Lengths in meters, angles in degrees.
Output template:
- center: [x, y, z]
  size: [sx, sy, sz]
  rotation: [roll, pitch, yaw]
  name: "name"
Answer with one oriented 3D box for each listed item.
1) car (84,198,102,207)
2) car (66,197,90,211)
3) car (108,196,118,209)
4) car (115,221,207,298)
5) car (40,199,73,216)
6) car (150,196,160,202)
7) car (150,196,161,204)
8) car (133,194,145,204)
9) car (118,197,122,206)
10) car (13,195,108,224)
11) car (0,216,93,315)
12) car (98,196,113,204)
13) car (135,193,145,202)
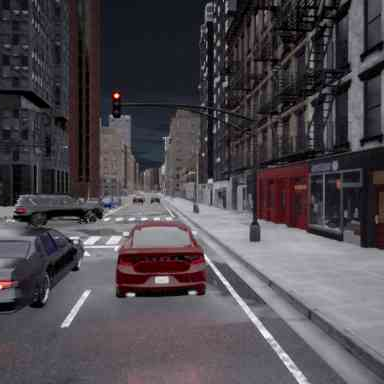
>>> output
- center: [-15.774, 1.622, 53.210]
  size: [1.895, 1.301, 4.718]
  rotation: [0, 0, -6]
  name: "car"
- center: [-14.638, 1.493, 43.057]
  size: [1.882, 1.535, 5.008]
  rotation: [0, 0, -6]
  name: "car"
- center: [-11.546, 1.494, 44.659]
  size: [1.882, 1.535, 5.008]
  rotation: [0, 0, -6]
  name: "car"
- center: [-0.810, 1.477, 8.620]
  size: [1.882, 1.535, 5.008]
  rotation: [0, 0, -6]
  name: "car"
- center: [-13.588, 1.514, 33.678]
  size: [1.837, 1.490, 4.892]
  rotation: [0, 0, -6]
  name: "car"
- center: [-8.415, 1.570, 75.512]
  size: [2.033, 1.411, 5.357]
  rotation: [0, 0, -6]
  name: "car"
- center: [-7.149, 1.531, 65.211]
  size: [1.837, 1.490, 4.892]
  rotation: [0, 0, -6]
  name: "car"
- center: [-10.473, 1.504, 64.800]
  size: [1.882, 1.535, 5.008]
  rotation: [0, 0, -6]
  name: "car"
- center: [-12.677, 1.513, 54.775]
  size: [2.128, 1.511, 4.902]
  rotation: [0, 0, -6]
  name: "car"
- center: [-8.943, 1.220, 22.492]
  size: [5.566, 2.045, 2.150]
  rotation: [0, 1, -37]
  name: "car"
- center: [-3.916, 1.547, 7.749]
  size: [2.033, 1.411, 5.357]
  rotation: [0, 0, -6]
  name: "car"
- center: [-17.185, 1.517, 66.228]
  size: [2.128, 1.511, 4.902]
  rotation: [0, 0, -6]
  name: "car"
- center: [-11.642, 1.218, 75.124]
  size: [2.097, 1.767, 4.553]
  rotation: [0, 0, -6]
  name: "car"
